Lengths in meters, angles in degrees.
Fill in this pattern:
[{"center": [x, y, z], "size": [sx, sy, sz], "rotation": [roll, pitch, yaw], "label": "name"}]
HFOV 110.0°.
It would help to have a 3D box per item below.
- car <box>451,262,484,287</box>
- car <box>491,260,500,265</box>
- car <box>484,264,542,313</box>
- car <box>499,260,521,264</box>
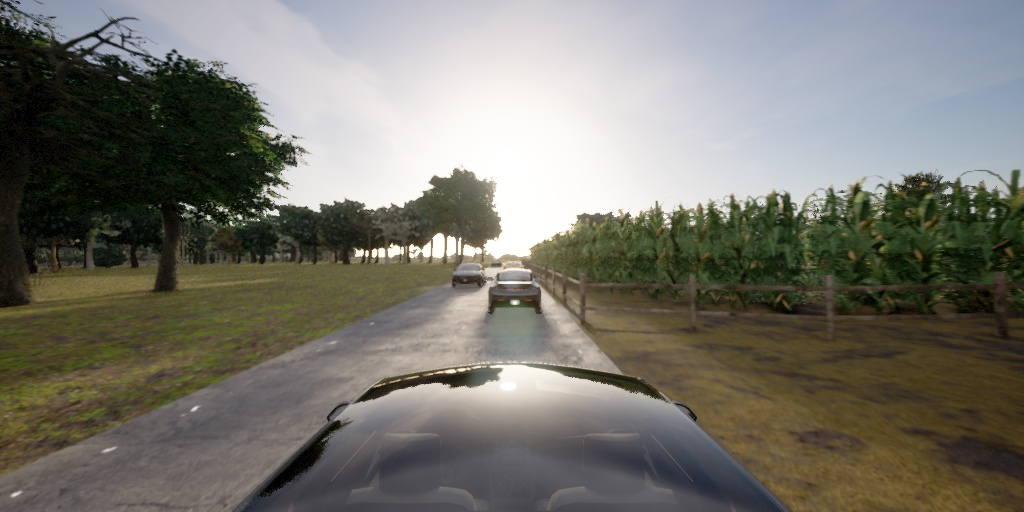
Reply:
[{"center": [-2.837, 1.207, 24.196], "size": [1.882, 1.535, 5.008], "rotation": [0, 0, 0], "label": "car"}, {"center": [-2.752, 1.390, 64.271], "size": [1.895, 1.301, 4.718], "rotation": [0, 0, 1], "label": "car"}, {"center": [0.100, 1.241, 13.969], "size": [1.837, 1.490, 4.892], "rotation": [0, 0, 0], "label": "car"}, {"center": [0.109, 1.207, 32.228], "size": [1.882, 1.535, 5.008], "rotation": [0, 0, 0], "label": "car"}]
